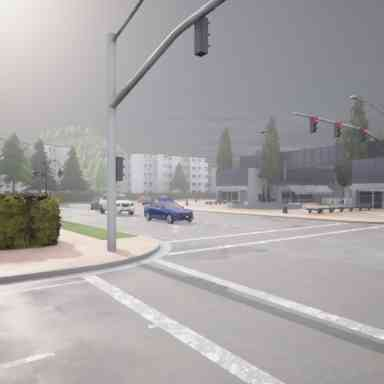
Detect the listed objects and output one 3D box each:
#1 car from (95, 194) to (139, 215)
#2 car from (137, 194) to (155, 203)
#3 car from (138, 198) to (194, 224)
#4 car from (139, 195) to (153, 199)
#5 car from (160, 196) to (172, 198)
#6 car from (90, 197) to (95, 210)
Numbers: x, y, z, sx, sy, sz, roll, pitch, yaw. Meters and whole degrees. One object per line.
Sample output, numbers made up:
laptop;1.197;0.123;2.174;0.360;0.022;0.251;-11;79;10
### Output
car;-7.659;1.221;33.513;2.150;2.045;5.566;0;0;-32
car;-9.346;1.352;68.092;2.097;1.767;4.553;0;0;15
car;-1.850;1.478;25.334;1.882;1.535;5.008;0;0;-37
car;-7.344;1.547;56.593;2.033;1.411;5.357;0;0;0
car;-5.332;1.477;69.565;1.882;1.535;5.008;0;0;20
car;-11.973;1.352;42.899;2.097;1.767;4.553;0;0;-17
